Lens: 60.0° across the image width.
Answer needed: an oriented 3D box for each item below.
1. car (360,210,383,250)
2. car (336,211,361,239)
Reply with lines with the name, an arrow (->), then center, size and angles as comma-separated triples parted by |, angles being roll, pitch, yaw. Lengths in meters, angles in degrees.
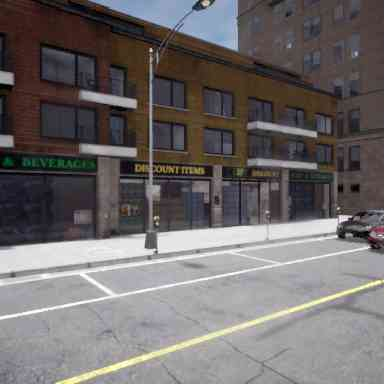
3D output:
car -> 8.826, 1.526, 13.074 | 4.674, 1.442, 1.812 | 0, 0, -35
car -> 8.836, 1.567, 16.200 | 4.313, 1.339, 1.947 | 0, 0, -35
